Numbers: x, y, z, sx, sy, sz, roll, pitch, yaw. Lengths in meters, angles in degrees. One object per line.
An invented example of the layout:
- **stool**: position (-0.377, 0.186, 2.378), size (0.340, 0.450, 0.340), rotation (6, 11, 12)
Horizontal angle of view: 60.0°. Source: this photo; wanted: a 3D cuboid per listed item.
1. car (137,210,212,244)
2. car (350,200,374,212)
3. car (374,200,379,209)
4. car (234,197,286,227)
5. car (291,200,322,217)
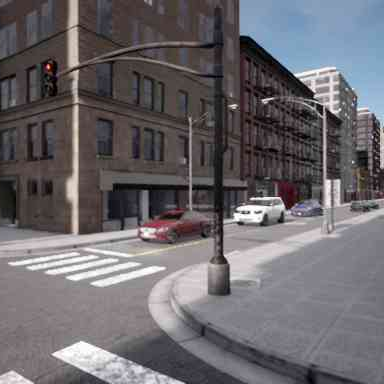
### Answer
- **car**: position (-0.690, 1.663, 16.818), size (1.812, 1.442, 4.674), rotation (0, -1, 36)
- **car**: position (22.160, 1.814, 43.865), size (2.128, 1.511, 4.902), rotation (0, 0, 36)
- **car**: position (27.912, 1.936, 51.944), size (1.994, 1.385, 4.181), rotation (0, 0, 35)
- **car**: position (5.297, 1.420, 25.266), size (2.150, 2.045, 5.566), rotation (0, -1, 35)
- **car**: position (11.923, 1.616, 34.555), size (2.097, 1.767, 4.553), rotation (0, -1, 36)
